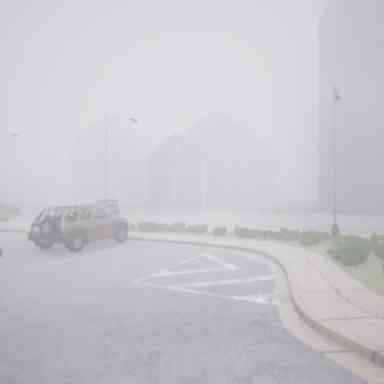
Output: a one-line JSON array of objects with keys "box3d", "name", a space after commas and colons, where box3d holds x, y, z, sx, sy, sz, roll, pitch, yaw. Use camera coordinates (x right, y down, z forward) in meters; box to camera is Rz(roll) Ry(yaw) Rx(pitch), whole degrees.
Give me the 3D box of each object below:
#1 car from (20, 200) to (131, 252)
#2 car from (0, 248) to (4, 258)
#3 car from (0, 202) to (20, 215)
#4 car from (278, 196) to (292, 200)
[{"box3d": [-4.706, 1.449, 14.567, 1.932, 1.855, 4.605, 0, -1, 25], "name": "car"}, {"box3d": [-8.502, 1.650, 10.703, 5.357, 1.411, 2.033, 0, -1, 26], "name": "car"}, {"box3d": [-20.769, 1.847, 36.089, 1.816, 1.474, 4.193, 0, -1, 25], "name": "car"}, {"box3d": [23.678, 1.918, 85.320, 3.866, 1.878, 1.905, 2, -7, -18], "name": "car"}]
